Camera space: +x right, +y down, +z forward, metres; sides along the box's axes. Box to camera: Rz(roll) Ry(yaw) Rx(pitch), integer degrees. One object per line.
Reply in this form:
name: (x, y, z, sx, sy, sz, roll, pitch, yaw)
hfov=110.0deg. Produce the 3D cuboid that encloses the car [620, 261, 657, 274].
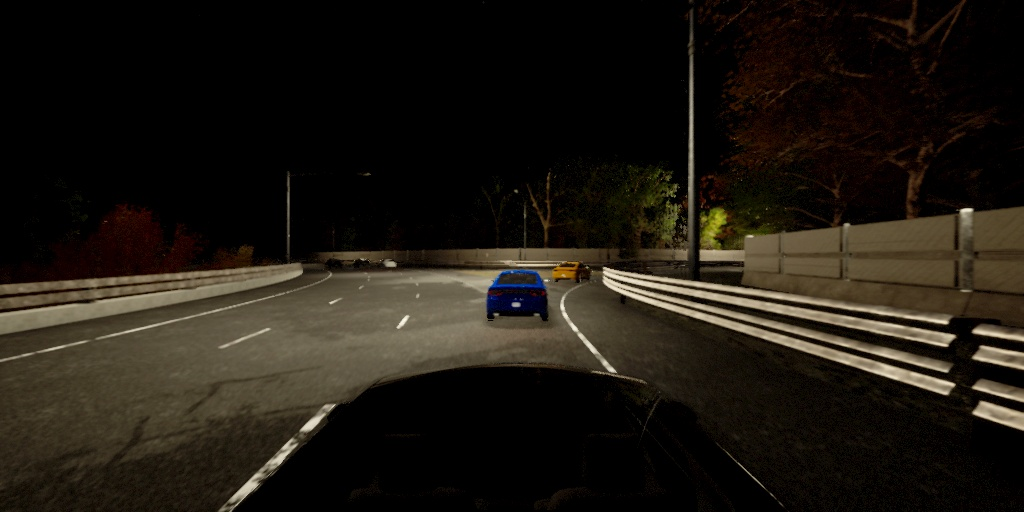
car: (14.048, 1.307, 39.981, 5.357, 1.411, 2.033, 0, 0, -40)

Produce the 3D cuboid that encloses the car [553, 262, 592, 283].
car: (4.803, 1.235, 27.976, 1.882, 1.535, 5.008, 0, 0, 27)

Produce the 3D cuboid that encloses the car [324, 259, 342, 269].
car: (-27.843, 1.247, 55.767, 1.882, 1.535, 5.008, 0, -1, -37)

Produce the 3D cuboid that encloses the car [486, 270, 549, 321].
car: (0.284, 1.231, 12.598, 1.882, 1.535, 5.008, 0, 0, 4)

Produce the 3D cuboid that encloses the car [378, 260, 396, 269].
car: (-19.546, 1.293, 56.094, 1.812, 1.442, 4.674, 0, 0, -34)

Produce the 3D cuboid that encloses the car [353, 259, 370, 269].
car: (-23.204, 1.259, 55.252, 2.128, 1.511, 4.902, 0, 0, -34)
